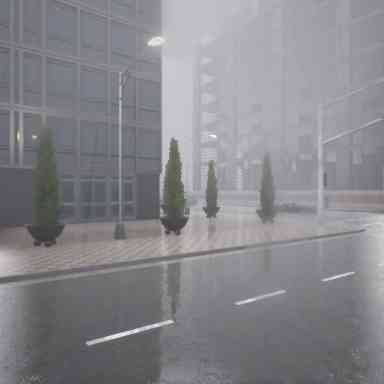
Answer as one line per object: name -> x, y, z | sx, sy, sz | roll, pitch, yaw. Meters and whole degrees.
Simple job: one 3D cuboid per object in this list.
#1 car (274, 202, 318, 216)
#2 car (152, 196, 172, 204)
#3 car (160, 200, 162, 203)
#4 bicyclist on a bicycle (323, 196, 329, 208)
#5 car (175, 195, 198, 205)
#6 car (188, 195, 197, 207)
car -> 10.752, 1.656, 33.792 | 1.895, 1.301, 4.718 | 0, 0, -36
car -> -6.312, 1.560, 69.161 | 1.837, 1.490, 4.892 | 0, 0, -36
car -> -3.829, 1.547, 59.927 | 2.128, 1.511, 4.902 | 0, 0, -36
bicyclist on a bicycle -> 17.854, 1.356, 44.381 | 1.656, 1.620, 0.582 | 0, 0, -36
car -> -1.005, 1.407, 61.995 | 2.097, 1.767, 4.553 | 0, 0, -36
car -> -1.417, 1.581, 50.469 | 1.812, 1.442, 4.674 | 0, 0, -36
